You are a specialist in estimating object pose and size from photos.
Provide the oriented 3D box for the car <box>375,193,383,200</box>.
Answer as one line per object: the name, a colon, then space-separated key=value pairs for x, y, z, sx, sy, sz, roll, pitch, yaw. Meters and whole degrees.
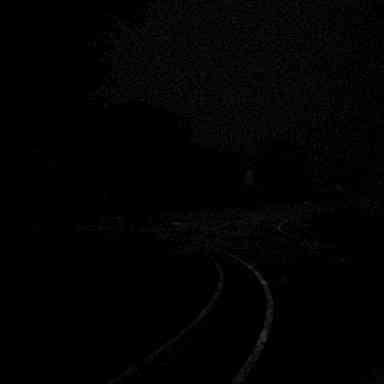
car: x=42.063 y=1.076 z=73.889 sx=1.837 sy=1.490 sz=4.892 roll=0 pitch=1 yaw=38
